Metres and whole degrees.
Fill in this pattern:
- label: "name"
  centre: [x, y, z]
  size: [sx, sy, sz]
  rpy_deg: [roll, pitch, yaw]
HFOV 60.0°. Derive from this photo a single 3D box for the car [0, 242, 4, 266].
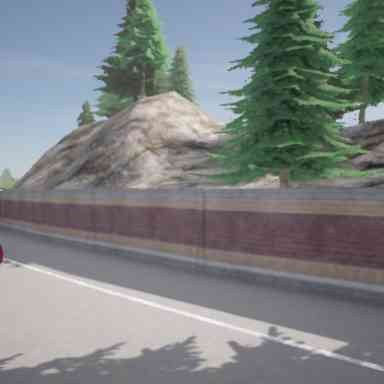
- label: "car"
  centre: [-7.467, 1.576, 10.189]
  size: [4.181, 1.385, 1.994]
  rpy_deg: [0, 0, 41]
